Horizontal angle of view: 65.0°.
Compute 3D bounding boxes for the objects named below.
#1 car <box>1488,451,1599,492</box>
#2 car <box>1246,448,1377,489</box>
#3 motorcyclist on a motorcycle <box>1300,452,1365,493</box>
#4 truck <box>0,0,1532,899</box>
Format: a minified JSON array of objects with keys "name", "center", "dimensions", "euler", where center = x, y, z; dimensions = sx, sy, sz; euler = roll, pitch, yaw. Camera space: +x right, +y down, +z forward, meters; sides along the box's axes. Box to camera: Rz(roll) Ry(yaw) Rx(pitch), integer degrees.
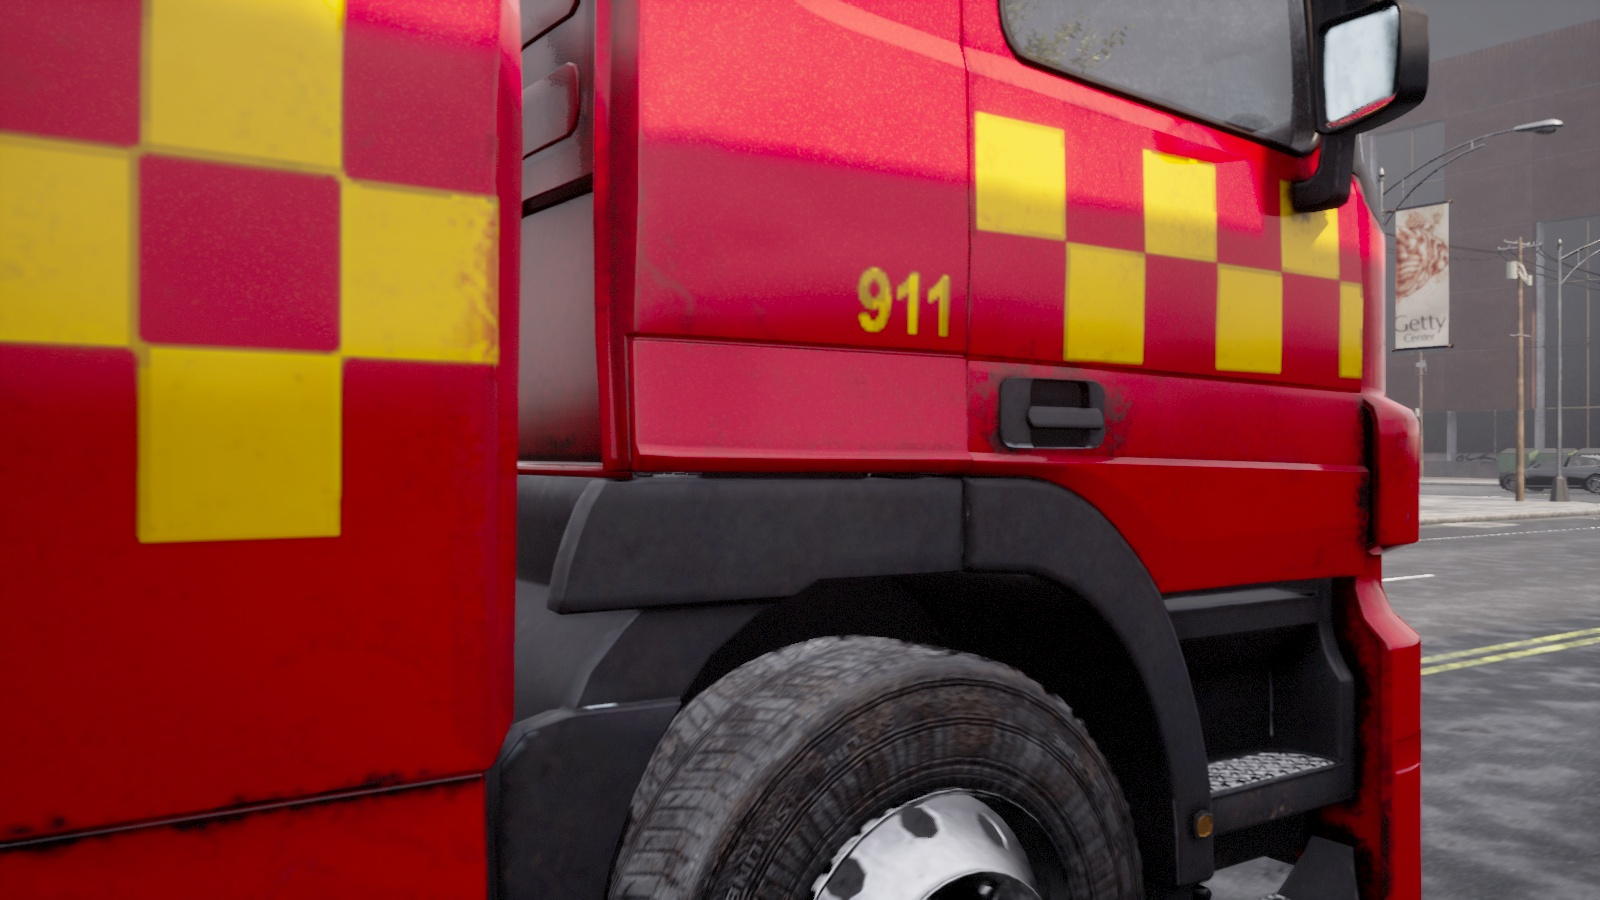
[{"name":"car","center":[29.412,0.801,48.228],"dimensions":[2.163,1.488,4.792],"euler":[0,0,-34]},{"name":"car","center":[21.665,0.760,53.366],"dimensions":[2.033,1.649,4.856],"euler":[0,0,-34]},{"name":"motorcyclist on a motorcycle","center":[20.636,0.856,48.703],"dimensions":[0.866,1.530,2.191],"euler":[0,0,-34]},{"name":"truck","center":[-2.444,-0.410,1.962],"dimensions":[8.468,3.827,2.891],"euler":[0,0,-35]}]
